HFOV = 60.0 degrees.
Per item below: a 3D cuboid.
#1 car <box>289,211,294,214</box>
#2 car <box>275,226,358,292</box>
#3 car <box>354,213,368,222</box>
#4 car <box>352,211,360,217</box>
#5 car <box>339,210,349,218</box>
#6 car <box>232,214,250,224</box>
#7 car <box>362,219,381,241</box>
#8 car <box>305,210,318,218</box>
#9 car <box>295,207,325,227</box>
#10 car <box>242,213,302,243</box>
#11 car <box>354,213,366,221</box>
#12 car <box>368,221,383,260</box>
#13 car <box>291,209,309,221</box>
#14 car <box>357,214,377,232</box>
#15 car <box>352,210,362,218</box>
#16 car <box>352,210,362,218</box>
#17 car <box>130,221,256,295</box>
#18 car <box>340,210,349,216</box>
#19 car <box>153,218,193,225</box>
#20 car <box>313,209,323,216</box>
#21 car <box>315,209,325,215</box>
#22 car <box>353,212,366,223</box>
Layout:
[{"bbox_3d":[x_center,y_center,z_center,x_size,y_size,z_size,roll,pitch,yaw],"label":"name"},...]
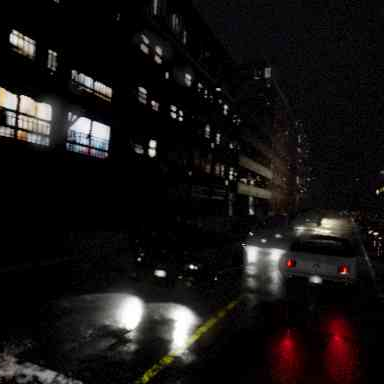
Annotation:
[{"bbox_3d":[8.952,2.782,34.186,1.802,1.307,4.206,3,-1,25],"label":"car"},{"bbox_3d":[4.036,1.985,10.281,1.895,1.301,4.718,2,-2,25],"label":"car"},{"bbox_3d":[28.499,4.265,56.209,2.008,1.369,4.403,3,-1,25],"label":"car"},{"bbox_3d":[26.110,3.910,51.087,1.967,1.590,4.097,3,-1,25],"label":"car"},{"bbox_3d":[33.121,4.883,72.464,1.895,1.301,4.718,2,-2,25],"label":"car"},{"bbox_3d":[4.160,2.280,23.943,1.947,1.339,4.313,3,-1,25],"label":"car"},{"bbox_3d":[11.727,2.593,20.343,1.802,1.307,4.206,3,-1,25],"label":"car"},{"bbox_3d":[23.332,4.205,64.930,1.887,1.381,4.507,3,-1,25],"label":"car"},{"bbox_3d":[13.261,2.710,37.128,2.150,2.045,5.566,2,-2,26],"label":"car"},{"bbox_3d":[4.748,2.177,19.109,2.033,1.411,5.357,2,-2,25],"label":"car"},{"bbox_3d":[30.893,4.540,61.332,1.802,1.307,4.206,3,-1,25],"label":"car"},{"bbox_3d":[9.397,2.316,15.190,1.887,1.381,4.507,3,-1,25],"label":"car"},{"bbox_3d":[16.151,3.369,49.560,1.967,1.590,4.097,3,-1,25],"label":"car"},{"bbox_3d":[16.518,3.042,30.591,1.887,1.381,4.507,3,-1,25],"label":"car"},{"bbox_3d":[38.092,5.131,76.707,1.967,1.590,4.097,3,-1,25],"label":"car"},{"bbox_3d":[40.488,5.375,81.830,1.967,1.590,4.097,3,-1,25],"label":"car"},{"bbox_3d":[0.145,1.727,9.269,1.994,1.385,4.181,2,-1,25],"label":"car"},{"bbox_3d":[37.448,5.148,81.702,1.837,1.490,4.892,2,-2,25],"label":"car"},{"bbox_3d":[-0.749,1.790,13.747,1.947,1.339,4.313,3,-1,25],"label":"car"},{"bbox_3d":[30.522,4.938,80.301,1.887,1.381,4.507,3,-1,25],"label":"car"},{"bbox_3d":[32.847,5.155,85.271,1.752,1.417,4.829,3,-1,25],"label":"car"},{"bbox_3d":[21.310,3.534,40.838,2.008,1.369,4.403,3,-1,25],"label":"car"}]
